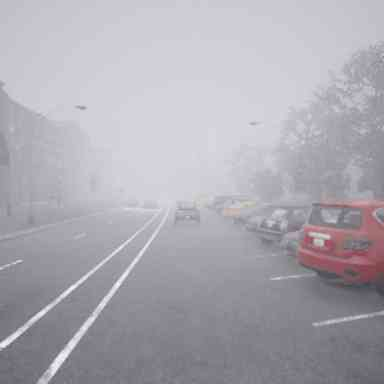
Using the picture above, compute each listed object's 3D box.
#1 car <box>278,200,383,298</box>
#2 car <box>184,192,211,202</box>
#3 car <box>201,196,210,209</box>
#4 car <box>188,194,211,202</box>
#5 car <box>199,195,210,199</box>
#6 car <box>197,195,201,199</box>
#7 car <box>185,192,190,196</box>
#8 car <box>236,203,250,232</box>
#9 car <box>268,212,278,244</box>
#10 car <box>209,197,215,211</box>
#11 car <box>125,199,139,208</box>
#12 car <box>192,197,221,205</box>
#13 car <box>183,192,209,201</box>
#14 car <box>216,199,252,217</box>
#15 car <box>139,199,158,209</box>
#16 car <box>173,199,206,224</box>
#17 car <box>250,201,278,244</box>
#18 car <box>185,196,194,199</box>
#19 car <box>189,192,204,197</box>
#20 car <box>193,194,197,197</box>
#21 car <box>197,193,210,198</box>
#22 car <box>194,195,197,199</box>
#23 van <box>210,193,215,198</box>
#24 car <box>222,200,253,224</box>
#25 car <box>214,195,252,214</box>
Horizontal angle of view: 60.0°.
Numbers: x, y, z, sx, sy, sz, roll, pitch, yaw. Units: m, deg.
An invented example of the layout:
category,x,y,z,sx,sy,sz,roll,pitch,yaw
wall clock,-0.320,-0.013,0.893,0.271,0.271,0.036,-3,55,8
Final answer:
category,x,y,z,sx,sy,sz,roll,pitch,yaw
car,5.289,1.239,8.281,5.566,2.045,2.435,1,0,-21
car,1.250,1.129,76.461,5.566,2.045,2.435,0,2,-26
car,4.141,1.574,40.923,5.008,1.535,2.097,1,0,-23
car,1.605,1.317,73.540,4.553,1.767,2.185,0,2,-26
car,3.951,1.586,43.895,5.008,1.535,2.097,1,-1,-24
car,3.943,1.597,46.936,5.366,1.575,1.946,1,-1,-24
car,2.128,1.293,67.589,5.566,2.045,2.435,0,1,-25
car,5.104,1.503,17.175,4.892,1.521,2.231,1,0,-22
car,5.220,1.533,11.235,4.674,1.452,2.002,1,0,-21
car,4.590,1.540,32.023,5.008,1.535,2.097,1,0,-23
car,-8.859,1.713,50.434,1.994,1.385,4.181,0,0,-4
car,2.698,1.636,61.699,4.792,1.488,2.163,1,0,-25
car,0.983,1.066,79.451,5.566,2.045,2.435,0,1,-26
car,4.816,1.522,26.090,5.008,1.535,2.097,1,0,-22
car,-5.797,1.690,46.470,1.994,1.385,4.181,0,0,-3
car,-0.378,1.528,24.783,2.128,1.511,4.902,0,0,-2
car,5.131,1.371,14.202,4.553,1.767,2.185,1,0,-21
car,-1.227,1.650,42.828,2.033,1.411,5.357,0,0,-3
car,2.945,1.370,58.734,5.566,2.045,2.435,1,0,-25
car,3.158,1.627,55.751,4.892,1.521,2.231,1,0,-25
car,3.607,1.485,49.832,4.553,1.767,2.185,1,0,-24
car,3.364,1.621,52.788,5.008,1.535,2.097,1,0,-24
van,4.553,1.327,35.046,4.442,1.987,1.878,1,-1,-23
car,4.896,1.544,23.107,4.792,1.488,2.163,1,0,-22
car,4.677,1.405,29.051,4.553,1.767,2.185,1,-1,-22
